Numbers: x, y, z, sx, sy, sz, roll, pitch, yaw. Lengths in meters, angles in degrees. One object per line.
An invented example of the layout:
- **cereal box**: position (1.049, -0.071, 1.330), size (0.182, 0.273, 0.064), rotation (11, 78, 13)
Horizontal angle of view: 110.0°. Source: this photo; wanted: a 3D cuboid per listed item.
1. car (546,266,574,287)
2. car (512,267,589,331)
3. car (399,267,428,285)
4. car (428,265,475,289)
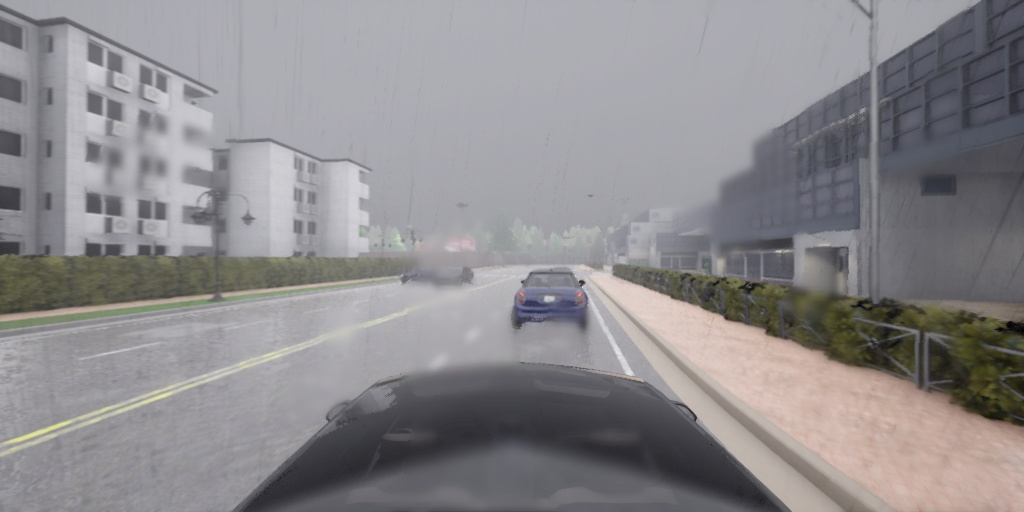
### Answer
- **car**: position (3.731, 1.527, 27.650), size (1.994, 1.385, 4.181), rotation (0, 0, 9)
- **car**: position (1.304, 1.184, 11.647), size (2.097, 1.767, 4.553), rotation (0, -1, 8)
- **car**: position (-7.000, 1.546, 28.224), size (1.895, 1.301, 4.718), rotation (0, 0, 9)
- **car**: position (-3.940, 1.432, 25.180), size (1.837, 1.490, 4.892), rotation (0, 0, 9)
